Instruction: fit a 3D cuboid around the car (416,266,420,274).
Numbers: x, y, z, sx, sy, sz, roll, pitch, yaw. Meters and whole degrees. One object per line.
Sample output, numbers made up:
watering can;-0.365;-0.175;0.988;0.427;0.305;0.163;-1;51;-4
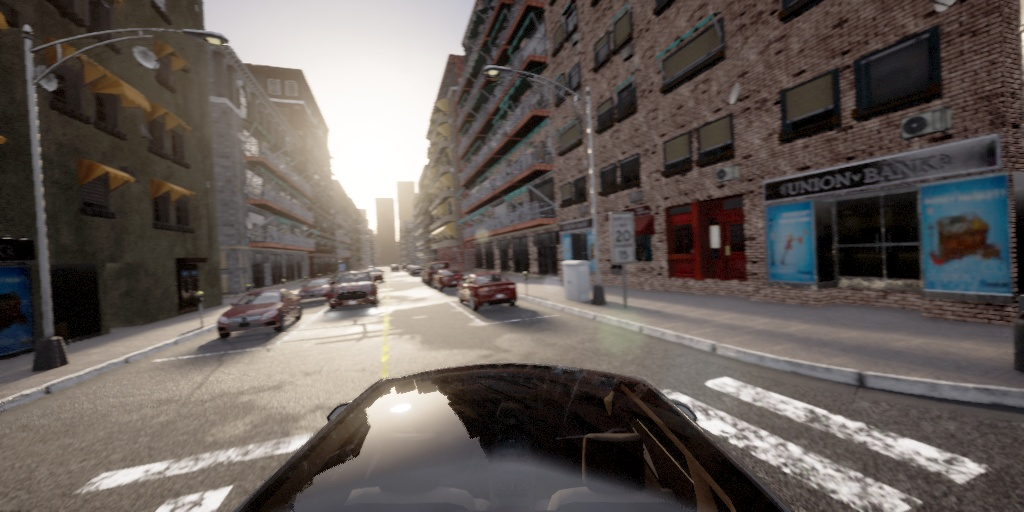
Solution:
car;-7.867;1.737;34.824;2.007;1.370;4.403;0;0;-19

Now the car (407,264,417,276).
car;-13.365;2.070;50.900;1.948;1.339;4.313;0;0;-19

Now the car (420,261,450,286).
car;-6.034;1.396;29.466;2.192;1.841;5.009;0;0;-19

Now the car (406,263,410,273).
car;-15.198;2.156;56.259;1.888;1.381;4.507;0;0;-19

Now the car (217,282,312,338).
car;-8.521;1.827;12.527;1.802;1.307;4.207;0;0;-19

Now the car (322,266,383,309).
car;-7.917;1.554;18.219;2.097;1.767;4.553;-3;0;-19

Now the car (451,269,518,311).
car;-1.111;1.347;15.072;1.888;1.381;4.507;0;0;-19

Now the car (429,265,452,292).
car;-4.201;1.522;24.108;1.888;1.381;4.507;0;0;-19

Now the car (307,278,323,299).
car;-11.735;2.009;21.922;1.802;1.307;4.207;0;0;-19

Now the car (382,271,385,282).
car;-15.105;2.091;39.484;1.882;1.535;5.008;-3;0;-18
